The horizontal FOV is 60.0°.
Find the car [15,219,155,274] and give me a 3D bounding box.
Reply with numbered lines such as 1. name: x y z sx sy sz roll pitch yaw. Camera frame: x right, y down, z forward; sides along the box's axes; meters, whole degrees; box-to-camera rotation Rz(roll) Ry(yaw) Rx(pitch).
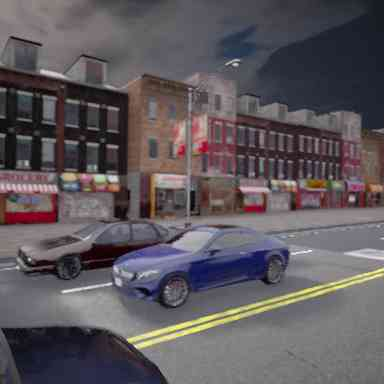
1. car: -2.262 1.553 10.056 5.357 1.411 2.033 0 0 -35

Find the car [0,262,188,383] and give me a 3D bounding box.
1. car: -2.068 1.563 1.964 4.181 1.385 1.994 0 0 -36

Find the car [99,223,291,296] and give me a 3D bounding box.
1. car: 0.430 1.534 7.985 4.674 1.442 1.812 0 0 -35
